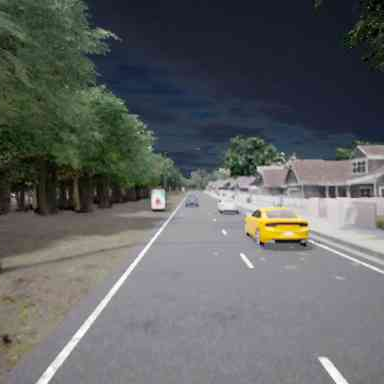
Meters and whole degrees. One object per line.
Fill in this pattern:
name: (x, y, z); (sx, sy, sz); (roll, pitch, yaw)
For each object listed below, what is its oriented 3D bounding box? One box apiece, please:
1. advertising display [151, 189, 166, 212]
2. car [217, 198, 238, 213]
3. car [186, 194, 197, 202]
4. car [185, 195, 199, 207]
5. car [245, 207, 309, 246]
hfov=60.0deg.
advertising display: (-3.546, 0.862, 35.074); (1.540, 2.440, 0.280); (-1, 1, 0)
car: (3.566, 1.365, 33.782); (1.812, 1.442, 4.674); (0, 0, 0)
car: (-0.065, 1.203, 64.536); (1.994, 1.385, 4.181); (0, 1, 0)
car: (0.010, 1.318, 47.571); (2.033, 1.411, 5.357); (0, 0, 0)
car: (3.586, 1.403, 14.811); (1.882, 1.535, 5.008); (0, 0, 0)
